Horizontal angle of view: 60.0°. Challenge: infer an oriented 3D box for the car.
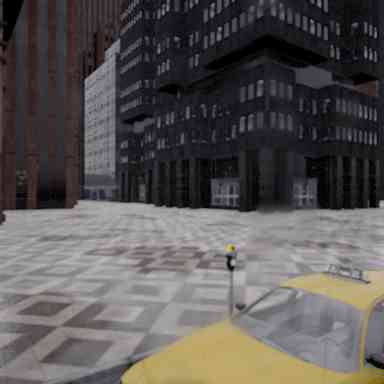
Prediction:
[{"bbox_3d":[1.520,1.535,3.597,4.829,1.417,1.752,0,0,-35],"label":"car"}]
